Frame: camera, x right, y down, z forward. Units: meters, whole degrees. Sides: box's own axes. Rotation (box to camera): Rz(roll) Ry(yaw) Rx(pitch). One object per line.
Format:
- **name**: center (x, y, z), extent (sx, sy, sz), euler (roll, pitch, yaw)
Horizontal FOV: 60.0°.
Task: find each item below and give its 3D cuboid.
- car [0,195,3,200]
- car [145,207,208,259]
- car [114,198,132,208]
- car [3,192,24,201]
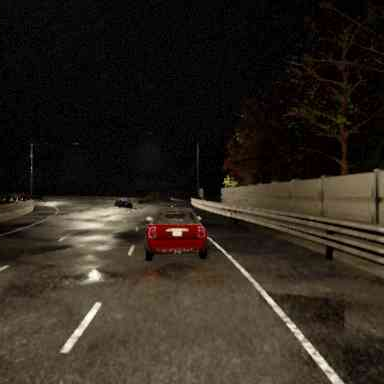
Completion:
- **car**: center (-45.584, 1.276, 83.717), extent (5.566, 2.045, 2.150), euler (0, 0, 37)
- **car**: center (-0.692, 1.360, 12.804), extent (2.097, 1.767, 4.553), euler (0, 0, -6)
- **car**: center (-9.910, 1.600, 47.633), extent (1.994, 1.385, 4.181), euler (0, 0, -24)
- **car**: center (-44.517, 1.417, 82.816), extent (4.553, 1.767, 2.097), euler (0, 0, 40)
